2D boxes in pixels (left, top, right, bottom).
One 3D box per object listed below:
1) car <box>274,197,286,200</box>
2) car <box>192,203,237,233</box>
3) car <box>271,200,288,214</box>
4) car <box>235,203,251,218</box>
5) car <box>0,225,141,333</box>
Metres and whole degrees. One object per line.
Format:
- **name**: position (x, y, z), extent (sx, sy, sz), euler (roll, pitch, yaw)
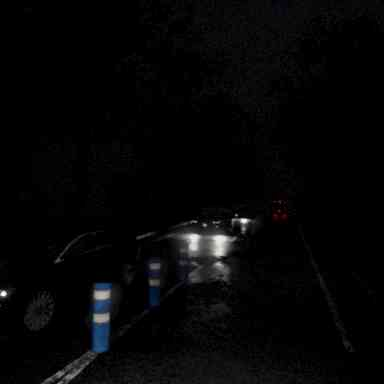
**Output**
- **car**: position (13.720, 1.779, 51.677), extent (2.150, 2.045, 5.566), euler (1, -1, 16)
- **car**: position (1.404, 1.685, 21.260), extent (1.837, 1.490, 4.892), euler (1, -1, 16)
- **car**: position (11.007, 2.000, 41.707), extent (1.895, 1.301, 4.718), euler (1, 0, 16)
- **car**: position (4.877, 1.797, 33.563), extent (2.033, 1.411, 5.357), euler (1, 0, 16)
- **car**: position (-2.808, 1.503, 7.013), extent (2.128, 1.511, 4.902), euler (1, -1, 18)
